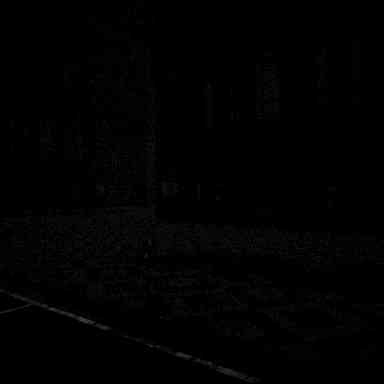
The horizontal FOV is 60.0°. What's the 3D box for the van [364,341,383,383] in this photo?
[{"bbox_3d":[2.713,1.341,1.049,3.998,1.788,1.690,0,0,35],"label":"van"}]
